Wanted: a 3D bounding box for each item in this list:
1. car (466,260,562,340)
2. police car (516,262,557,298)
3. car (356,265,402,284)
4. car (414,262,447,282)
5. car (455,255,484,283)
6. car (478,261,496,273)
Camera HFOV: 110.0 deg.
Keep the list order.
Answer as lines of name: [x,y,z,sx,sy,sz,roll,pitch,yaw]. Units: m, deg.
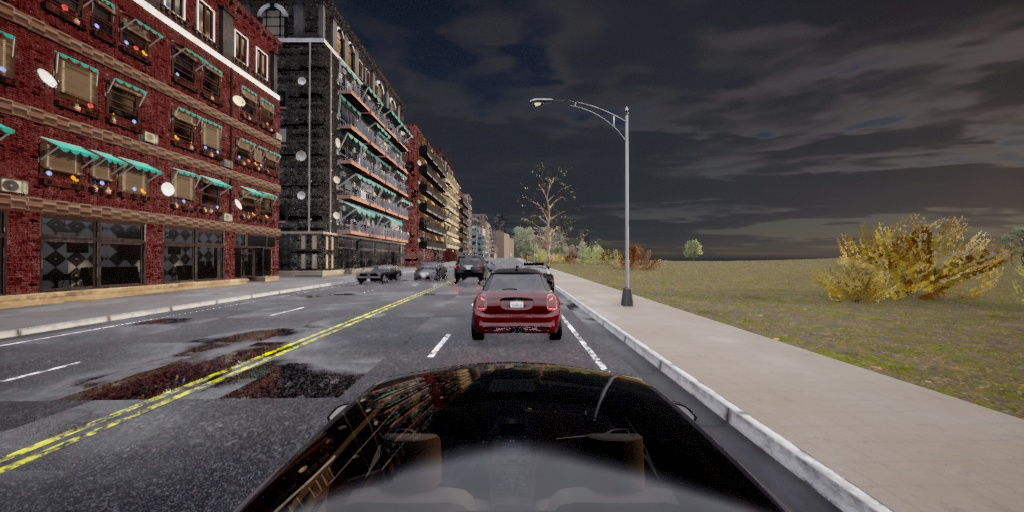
car: [0.114,1.103,10.109,2.097,1.767,4.553,0,0,0]
police car: [1.178,1.177,19.604,1.930,1.638,5.238,0,0,0]
car: [-9.793,1.353,26.673,1.895,1.301,4.718,0,0,0]
car: [-6.537,1.244,29.037,2.128,1.511,4.902,0,0,0]
car: [-3.089,0.970,28.046,2.150,2.045,5.566,0,0,0]
car: [-3.049,1.313,44.271,1.994,1.385,4.181,0,0,0]
